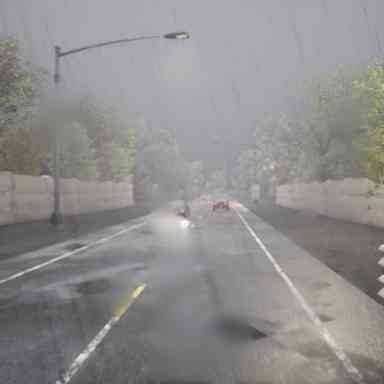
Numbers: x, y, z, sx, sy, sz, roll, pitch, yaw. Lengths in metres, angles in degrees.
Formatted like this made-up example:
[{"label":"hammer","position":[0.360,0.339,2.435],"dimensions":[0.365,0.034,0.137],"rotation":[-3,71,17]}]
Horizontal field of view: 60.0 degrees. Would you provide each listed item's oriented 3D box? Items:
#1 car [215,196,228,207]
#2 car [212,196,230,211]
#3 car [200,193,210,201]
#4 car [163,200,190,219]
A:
[{"label":"car","position":[4.293,1.365,48.629],"dimensions":[1.837,1.490,4.892],"rotation":[0,1,5]},{"label":"car","position":[3.364,1.407,38.547],"dimensions":[1.812,1.442,4.674],"rotation":[-1,0,5]},{"label":"car","position":[2.902,1.081,72.173],"dimensions":[2.097,1.767,4.553],"rotation":[0,0,5]},{"label":"car","position":[-1.204,1.427,27.894],"dimensions":[1.812,1.442,4.674],"rotation":[0,0,5]}]
